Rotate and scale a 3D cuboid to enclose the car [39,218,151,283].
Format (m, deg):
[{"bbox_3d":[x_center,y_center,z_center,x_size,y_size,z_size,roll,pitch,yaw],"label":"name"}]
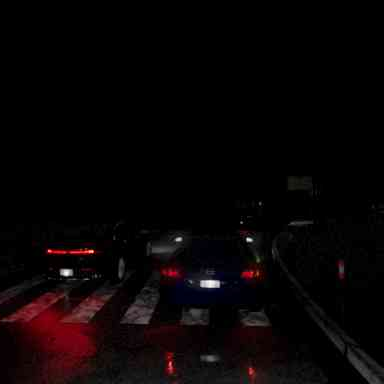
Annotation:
[{"bbox_3d":[-2.512,1.531,9.742,1.837,1.490,4.892,-1,0,6],"label":"car"}]

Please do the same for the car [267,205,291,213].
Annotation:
[{"bbox_3d":[19.079,3.759,73.234,4.553,1.767,2.097,-4,-6,41],"label":"car"}]

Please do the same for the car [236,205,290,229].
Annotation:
[{"bbox_3d":[5.554,2.058,25.845,4.902,1.511,2.128,1,-5,-38],"label":"car"}]

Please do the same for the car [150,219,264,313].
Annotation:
[{"bbox_3d":[0.502,1.562,7.782,1.994,1.385,4.181,0,0,5],"label":"car"}]
